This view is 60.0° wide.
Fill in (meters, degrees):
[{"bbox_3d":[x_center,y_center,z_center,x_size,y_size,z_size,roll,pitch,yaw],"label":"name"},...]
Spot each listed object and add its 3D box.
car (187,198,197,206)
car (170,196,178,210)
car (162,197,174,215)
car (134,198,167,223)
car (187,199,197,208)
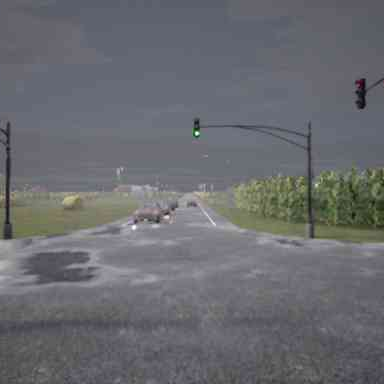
[{"bbox_3d":[0.008,2.156,70.978,2.128,1.511,4.902,0,0,0],"label":"car"},{"bbox_3d":[-3.584,1.727,48.766,2.150,2.045,5.566,0,-1,0],"label":"car"},{"bbox_3d":[-3.594,1.760,38.552,2.097,1.767,4.553,0,-1,0],"label":"car"},{"bbox_3d":[-3.627,1.658,28.457,2.097,1.767,4.553,0,-1,1],"label":"car"},{"bbox_3d":[0.059,2.117,60.674,1.837,1.490,4.892,0,0,1],"label":"car"}]
